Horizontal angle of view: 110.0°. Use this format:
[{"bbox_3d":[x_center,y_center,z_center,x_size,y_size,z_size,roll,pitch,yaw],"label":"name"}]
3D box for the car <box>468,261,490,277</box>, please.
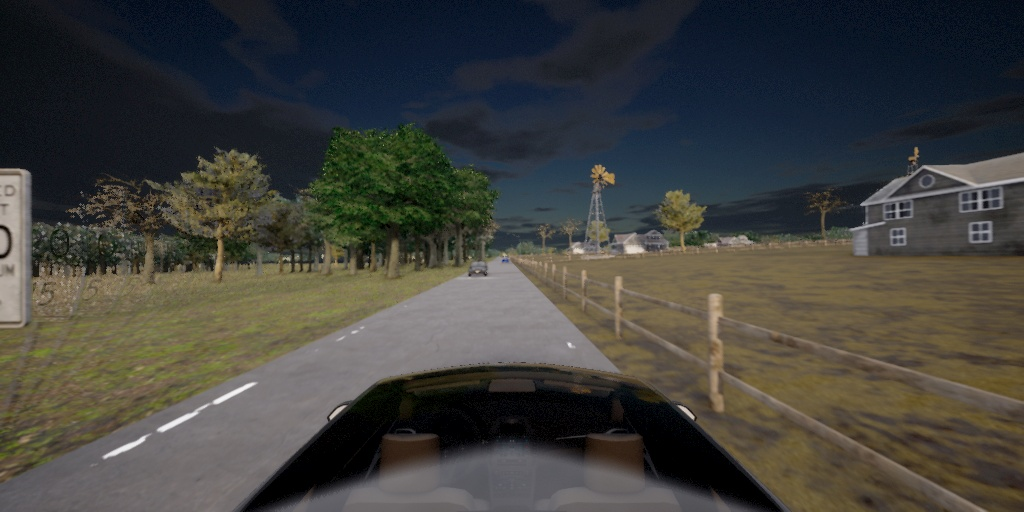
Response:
[{"bbox_3d":[-3.368,1.261,36.587,1.837,1.490,4.892,-1,0,-1],"label":"car"}]
